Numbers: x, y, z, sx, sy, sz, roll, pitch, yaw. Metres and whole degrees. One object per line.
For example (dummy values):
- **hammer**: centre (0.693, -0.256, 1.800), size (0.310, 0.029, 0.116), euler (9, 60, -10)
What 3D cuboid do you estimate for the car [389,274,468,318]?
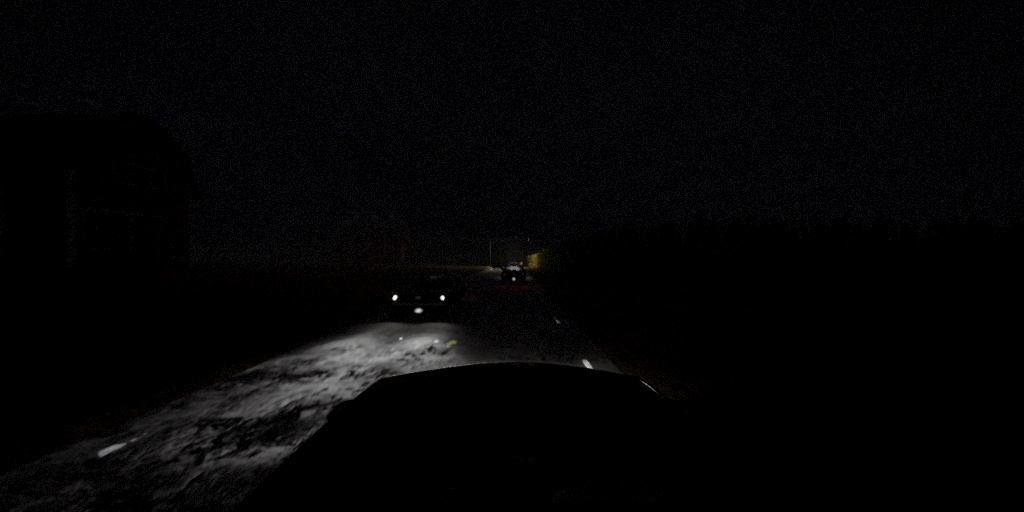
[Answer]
- **car**: centre (-2.811, 1.344, 12.992), size (1.895, 1.301, 4.718), euler (0, 0, 0)

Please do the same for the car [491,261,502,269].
- **car**: centre (-2.547, 1.664, 64.315), size (1.837, 1.490, 4.892), euler (0, 0, 1)

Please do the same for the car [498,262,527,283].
- **car**: centre (0.150, 1.404, 28.186), size (1.895, 1.301, 4.718), euler (0, 0, 1)
